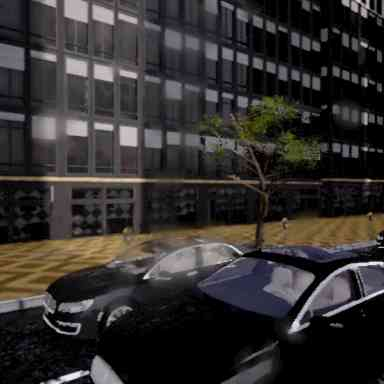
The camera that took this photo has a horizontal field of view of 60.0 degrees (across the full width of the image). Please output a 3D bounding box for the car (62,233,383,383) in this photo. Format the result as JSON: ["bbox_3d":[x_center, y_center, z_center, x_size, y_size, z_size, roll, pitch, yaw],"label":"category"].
[{"bbox_3d":[1.243,1.506,4.147,4.902,1.511,2.128,0,0,-36],"label":"car"}]

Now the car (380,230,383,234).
[{"bbox_3d":[8.831,1.609,12.903,4.403,1.369,2.008,0,-1,-36],"label":"car"}]

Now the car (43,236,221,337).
[{"bbox_3d":[-0.410,1.565,6.284,4.403,1.369,2.008,0,-1,-36],"label":"car"}]
